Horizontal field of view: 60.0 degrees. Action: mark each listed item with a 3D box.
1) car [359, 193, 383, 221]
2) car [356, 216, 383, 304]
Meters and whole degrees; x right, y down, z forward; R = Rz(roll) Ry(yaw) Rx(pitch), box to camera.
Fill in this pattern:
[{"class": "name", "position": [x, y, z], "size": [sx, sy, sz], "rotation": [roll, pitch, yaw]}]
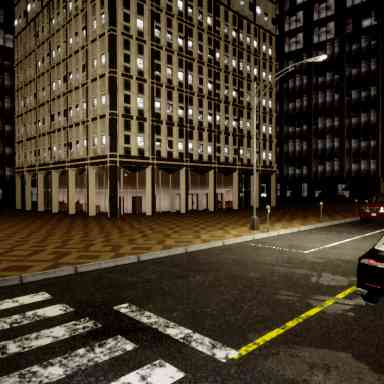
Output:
[{"class": "car", "position": [12.800, 1.022, 21.876], "size": [5.009, 1.841, 2.192], "rotation": [-1, 1, -44]}, {"class": "car", "position": [5.081, 1.410, 6.937], "size": [4.902, 1.511, 2.128], "rotation": [-1, 1, -44]}]
